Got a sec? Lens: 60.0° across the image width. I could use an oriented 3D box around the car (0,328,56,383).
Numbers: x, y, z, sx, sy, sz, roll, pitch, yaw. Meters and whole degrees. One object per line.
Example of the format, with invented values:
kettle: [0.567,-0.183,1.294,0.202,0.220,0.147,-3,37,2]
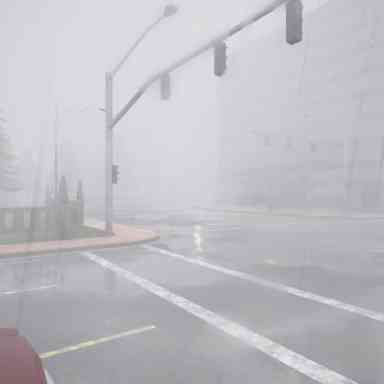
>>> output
car: [-3.118,1.601,1.554,4.718,1.301,1.895,0,0,-35]
